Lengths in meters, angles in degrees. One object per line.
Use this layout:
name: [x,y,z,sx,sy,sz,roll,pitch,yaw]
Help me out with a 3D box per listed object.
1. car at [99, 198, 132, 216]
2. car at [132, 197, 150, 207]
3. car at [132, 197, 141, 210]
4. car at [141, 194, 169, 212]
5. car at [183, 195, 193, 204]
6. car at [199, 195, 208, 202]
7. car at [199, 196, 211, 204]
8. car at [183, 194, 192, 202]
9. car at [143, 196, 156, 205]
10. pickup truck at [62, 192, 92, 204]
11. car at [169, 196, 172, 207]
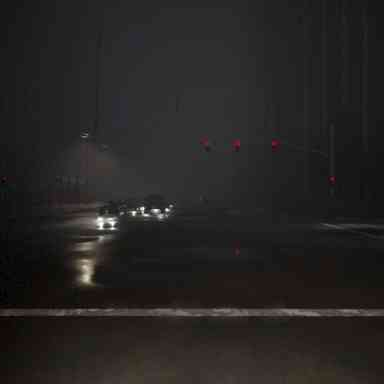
car: [-7.707,1.491,32.809,2.128,1.511,4.902,0,0,2]
car: [-7.820,1.491,51.659,2.128,1.511,4.902,0,0,-1]
car: [-7.729,1.478,42.111,1.882,1.535,5.008,0,0,-1]
car: [-4.190,1.221,38.443,2.150,2.045,5.566,0,0,-1]
car: [-0.762,1.601,65.221,1.895,1.301,4.718,0,0,0]
car: [2.538,1.524,75.124,1.812,1.442,4.674,0,0,-1]
car: [2.742,1.491,64.740,2.128,1.511,4.902,0,0,-1]
car: [-0.964,1.355,75.368,2.097,1.767,4.553,0,0,-1]
car: [-7.885,1.477,61.966,1.882,1.535,5.008,0,0,0]
pickup truck: [-20.932,1.059,59.956,2.390,2.098,6.274,0,0,30]
car: [-4.285,1.601,48.390,1.895,1.301,4.718,0,0,-1]
